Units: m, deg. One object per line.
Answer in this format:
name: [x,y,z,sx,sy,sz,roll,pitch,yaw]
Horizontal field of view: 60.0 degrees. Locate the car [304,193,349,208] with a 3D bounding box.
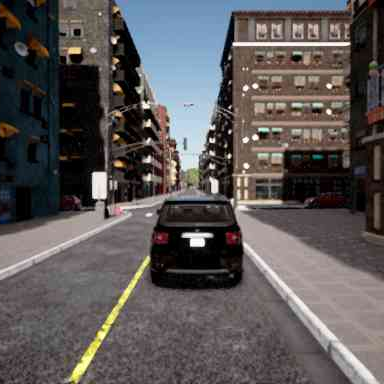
car: [13.597,0.796,33.852,4.097,1.590,1.967,-1,1,0]

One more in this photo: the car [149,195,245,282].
car: [0.107,1.076,9.467,2.150,2.045,5.566,0,1,0]

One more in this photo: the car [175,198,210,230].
car: [0.019,1.200,19.892,1.837,1.490,4.892,0,1,0]

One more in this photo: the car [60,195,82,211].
car: [-13.507,1.053,33.966,4.097,1.590,1.967,-1,1,0]
